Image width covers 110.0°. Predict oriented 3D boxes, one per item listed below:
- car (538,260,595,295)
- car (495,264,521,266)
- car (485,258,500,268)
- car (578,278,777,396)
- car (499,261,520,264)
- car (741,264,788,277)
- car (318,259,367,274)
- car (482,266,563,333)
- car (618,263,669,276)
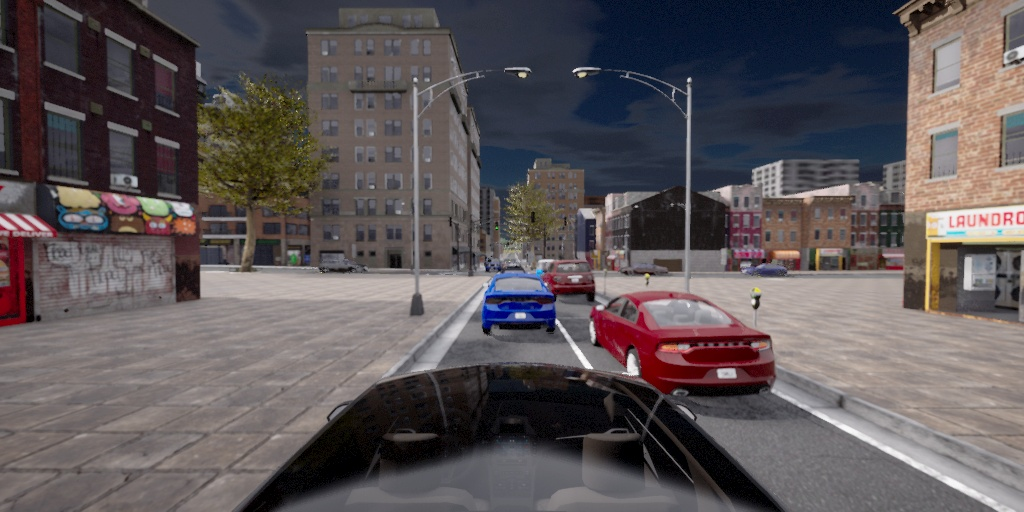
[{"bbox_3d":[2.652,1.097,17.181,2.192,1.841,5.009,0,0,0],"label":"car"},{"bbox_3d":[0.118,1.354,19.860,1.994,1.385,4.181,0,0,-1],"label":"car"},{"bbox_3d":[-2.754,1.373,53.835,2.150,2.045,5.566,0,-2,1],"label":"car"},{"bbox_3d":[2.640,1.302,6.601,1.888,1.381,4.507,0,0,0],"label":"car"},{"bbox_3d":[0.145,1.394,35.977,2.128,1.511,4.902,1,-1,0],"label":"car"},{"bbox_3d":[28.800,1.591,40.953,4.674,1.442,1.812,0,1,0],"label":"car"},{"bbox_3d":[-17.896,1.127,38.020,4.902,1.511,2.128,1,1,0],"label":"car"},{"bbox_3d":[0.119,1.243,10.827,1.882,1.535,5.008,0,0,-2],"label":"car"},{"bbox_3d":[14.962,1.513,40.961,5.357,1.411,2.033,0,1,0],"label":"car"}]
